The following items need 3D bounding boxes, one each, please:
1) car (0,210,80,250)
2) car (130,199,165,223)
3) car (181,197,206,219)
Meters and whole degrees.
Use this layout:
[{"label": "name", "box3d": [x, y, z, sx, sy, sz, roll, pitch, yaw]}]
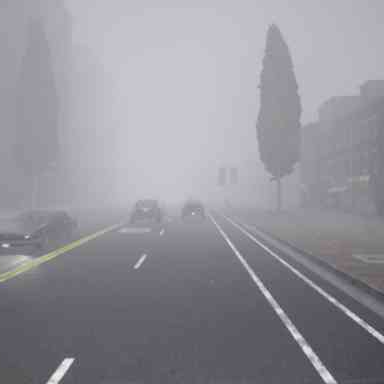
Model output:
[{"label": "car", "box3d": [-6.512, 1.488, 14.336, 2.033, 1.411, 5.357, 0, 0, 1]}, {"label": "car", "box3d": [-3.148, 1.257, 24.527, 2.097, 1.767, 4.553, 0, 0, 0]}, {"label": "car", "box3d": [0.102, 1.403, 27.898, 1.837, 1.490, 4.892, 0, 0, 0]}]
